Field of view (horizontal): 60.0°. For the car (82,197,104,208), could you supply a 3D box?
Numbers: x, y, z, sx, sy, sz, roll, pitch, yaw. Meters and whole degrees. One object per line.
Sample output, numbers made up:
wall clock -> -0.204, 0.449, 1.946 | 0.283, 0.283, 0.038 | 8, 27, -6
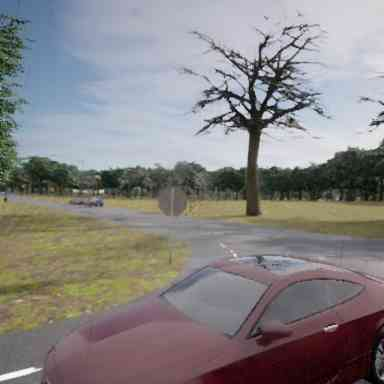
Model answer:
car -> -14.394, 1.522, 49.030 | 1.812, 1.442, 4.674 | 3, -2, -31

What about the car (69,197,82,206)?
car -> -19.802, 1.626, 57.593 | 2.033, 1.411, 5.357 | 3, -2, -32

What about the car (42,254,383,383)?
car -> 0.741, 1.570, 4.006 | 4.674, 1.442, 1.812 | 0, 0, -32
